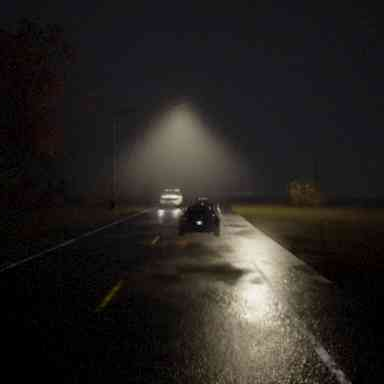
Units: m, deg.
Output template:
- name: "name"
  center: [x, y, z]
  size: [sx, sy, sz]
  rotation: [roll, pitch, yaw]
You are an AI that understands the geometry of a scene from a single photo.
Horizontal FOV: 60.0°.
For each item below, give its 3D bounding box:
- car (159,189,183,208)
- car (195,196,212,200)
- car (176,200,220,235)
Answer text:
- name: "car"
  center: [-2.287, 0.729, 37.915]
  size: [2.150, 2.045, 5.566]
  rotation: [0, 1, 4]
- name: "car"
  center: [1.179, 1.119, 35.076]
  size: [1.994, 1.385, 4.181]
  rotation: [0, 1, 3]
- name: "car"
  center: [0.392, 1.346, 17.168]
  size: [1.994, 1.385, 4.181]
  rotation: [0, 1, 2]
